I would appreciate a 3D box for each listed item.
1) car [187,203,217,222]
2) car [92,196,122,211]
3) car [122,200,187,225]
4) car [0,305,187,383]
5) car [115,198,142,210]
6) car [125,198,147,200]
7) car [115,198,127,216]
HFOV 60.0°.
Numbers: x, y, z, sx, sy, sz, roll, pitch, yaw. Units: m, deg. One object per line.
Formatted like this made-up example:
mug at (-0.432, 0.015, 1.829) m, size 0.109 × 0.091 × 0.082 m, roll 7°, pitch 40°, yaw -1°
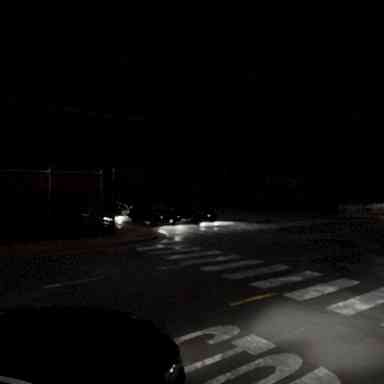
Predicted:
car at (0.100, 1.559, 26.106) m, size 1.994 × 1.385 × 4.181 m, roll 0°, pitch 0°, yaw -35°
car at (-10.597, 1.347, 41.104) m, size 2.097 × 1.767 × 4.553 m, roll 0°, pitch 0°, yaw -36°
car at (-2.915, 1.556, 24.307) m, size 2.033 × 1.411 × 5.357 m, roll 0°, pitch 0°, yaw -35°
car at (-2.267, 1.494, 2.128) m, size 4.902 × 1.511 × 2.128 m, roll 0°, pitch 0°, yaw -36°
car at (-8.628, 1.506, 44.762) m, size 1.812 × 1.442 × 4.674 m, roll 0°, pitch 0°, yaw -35°
car at (-4.920, 1.487, 33.159) m, size 2.128 × 1.511 × 4.902 m, roll 0°, pitch 0°, yaw -35°
car at (-8.261, 1.573, 31.827) m, size 1.994 × 1.385 × 4.181 m, roll 0°, pitch 0°, yaw -35°
